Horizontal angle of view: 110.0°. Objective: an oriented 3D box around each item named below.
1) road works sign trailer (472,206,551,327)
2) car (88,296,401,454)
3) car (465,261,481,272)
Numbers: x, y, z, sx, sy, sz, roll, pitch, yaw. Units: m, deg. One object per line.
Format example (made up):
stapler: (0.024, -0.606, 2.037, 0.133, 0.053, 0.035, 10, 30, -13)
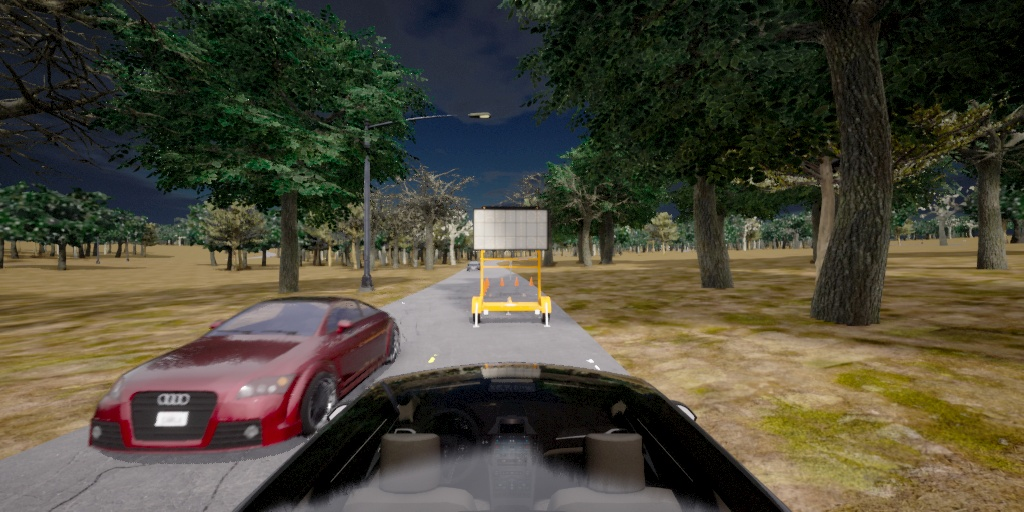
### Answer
road works sign trailer: (-0.046, 0.224, 11.523, 2.380, 3.560, 2.880, 0, 0, -2)
car: (-3.137, 1.315, 5.290, 1.994, 1.385, 4.181, 0, 0, 0)
car: (-5.202, 1.399, 48.947, 1.812, 1.442, 4.674, 0, 0, -5)
